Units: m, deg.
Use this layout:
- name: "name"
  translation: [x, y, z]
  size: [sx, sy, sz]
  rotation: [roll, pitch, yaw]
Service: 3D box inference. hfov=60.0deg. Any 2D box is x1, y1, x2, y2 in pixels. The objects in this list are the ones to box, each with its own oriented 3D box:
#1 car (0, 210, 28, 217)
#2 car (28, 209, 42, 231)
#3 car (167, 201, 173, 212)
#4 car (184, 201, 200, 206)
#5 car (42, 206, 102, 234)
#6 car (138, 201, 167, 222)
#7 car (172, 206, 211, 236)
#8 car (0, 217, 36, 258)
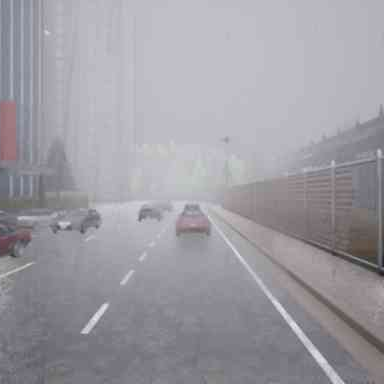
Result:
- name: "car"
  translation: [-10.582, 1.650, 16.549]
  size: [2.128, 1.511, 4.902]
  rotation: [0, 0, 0]
- name: "car"
  translation: [-10.541, 1.805, 22.056]
  size: [1.895, 1.301, 4.718]
  rotation: [0, 0, 0]
- name: "car"
  translation: [-3.538, 1.868, 43.868]
  size: [2.128, 1.511, 4.902]
  rotation: [0, 0, 0]
- name: "car"
  translation: [0.002, 1.817, 40.283]
  size: [1.882, 1.535, 5.008]
  rotation: [0, 0, 0]
- name: "car"
  translation: [-7.061, 1.680, 20.798]
  size: [2.128, 1.511, 4.902]
  rotation: [0, 0, 0]
- name: "car"
  translation: [-3.546, 1.759, 29.305]
  size: [1.837, 1.490, 4.892]
  rotation: [0, 0, 0]
- name: "car"
  translation: [0.064, 1.730, 19.677]
  size: [1.994, 1.385, 4.181]
  rotation: [0, 0, 0]
- name: "car"
  translation: [-7.099, 1.704, 10.572]
  size: [1.895, 1.301, 4.718]
  rotation: [0, 0, 0]
